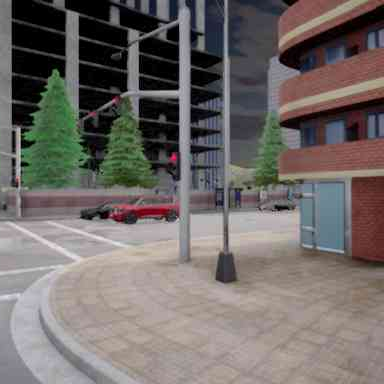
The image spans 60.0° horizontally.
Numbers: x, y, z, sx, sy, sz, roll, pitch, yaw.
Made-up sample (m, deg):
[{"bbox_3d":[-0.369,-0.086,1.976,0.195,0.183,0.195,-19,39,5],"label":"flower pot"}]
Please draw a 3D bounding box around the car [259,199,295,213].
[{"bbox_3d":[9.781,1.560,38.298,4.902,1.511,2.128,0,0,-35],"label":"car"}]

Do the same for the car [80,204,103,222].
[{"bbox_3d":[-6.514,1.548,27.060,5.008,1.535,1.882,0,0,-35],"label":"car"}]

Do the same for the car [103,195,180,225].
[{"bbox_3d":[-3.387,1.289,24.965,5.566,2.045,2.150,0,0,-35],"label":"car"}]
